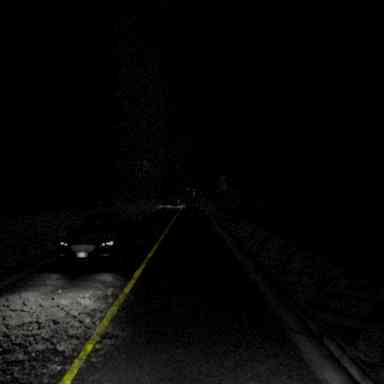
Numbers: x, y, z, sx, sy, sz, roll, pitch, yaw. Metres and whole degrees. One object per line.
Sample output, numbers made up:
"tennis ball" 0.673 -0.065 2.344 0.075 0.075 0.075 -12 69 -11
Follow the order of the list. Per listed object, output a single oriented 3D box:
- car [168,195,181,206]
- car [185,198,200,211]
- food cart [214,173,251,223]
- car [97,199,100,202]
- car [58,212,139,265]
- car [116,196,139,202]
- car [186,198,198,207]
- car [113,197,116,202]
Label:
"car" -3.052 1.508 58.383 2.097 1.767 4.553 0 0 0
"car" 0.055 1.647 43.373 2.033 1.411 5.357 0 0 0
"food cart" 3.080 0.511 26.546 2.280 3.560 4.660 -2 -2 0
"car" -24.517 1.969 80.391 4.206 1.307 1.802 0 -2 0
"car" -3.103 1.507 11.822 2.128 1.511 4.902 0 0 0
"car" -13.562 1.568 71.893 4.097 1.590 1.967 0 -2 -1
"car" -0.015 1.709 55.479 1.994 1.385 4.181 0 0 0
"car" -19.030 1.950 80.401 4.313 1.339 1.947 0 -2 0
